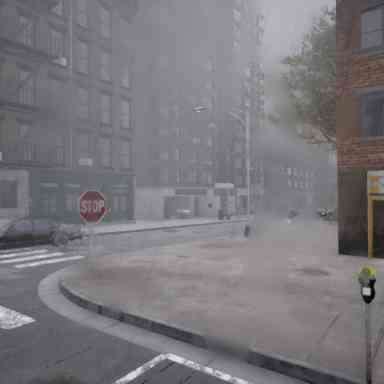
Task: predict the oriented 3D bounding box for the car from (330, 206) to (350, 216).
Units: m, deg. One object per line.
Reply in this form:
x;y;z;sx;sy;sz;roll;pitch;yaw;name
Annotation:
22.686;2.898;50.878;1.994;1.385;4.181;-1;-2;36;car

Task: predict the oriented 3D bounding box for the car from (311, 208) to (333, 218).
16.815;2.714;42.635;1.895;1.301;4.718;-1;-2;36;car

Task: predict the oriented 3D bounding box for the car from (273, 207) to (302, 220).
11.698;2.572;40.445;2.033;1.411;5.357;-1;-2;36;car

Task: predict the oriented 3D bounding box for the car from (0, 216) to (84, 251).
-7.277;1.757;14.121;2.033;1.411;5.357;-1;-2;36;car
